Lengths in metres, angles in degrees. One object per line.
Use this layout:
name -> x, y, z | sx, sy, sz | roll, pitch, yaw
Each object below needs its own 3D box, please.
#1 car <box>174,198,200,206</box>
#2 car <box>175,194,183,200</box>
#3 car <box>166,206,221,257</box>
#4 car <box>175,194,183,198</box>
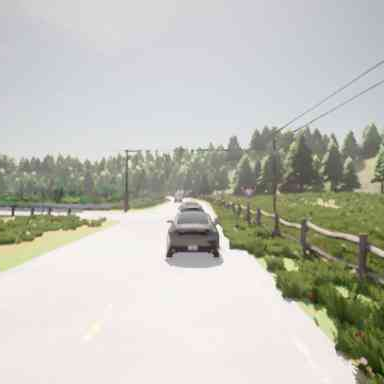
car -> -0.213, 1.511, 27.135 | 1.837, 1.490, 4.892 | 0, 0, -7
car -> -3.249, 1.154, 83.192 | 1.812, 1.442, 4.674 | 0, 0, -3
car -> 0.055, 1.507, 12.877 | 1.837, 1.490, 4.892 | 0, 0, 1
car -> -2.713, 1.521, 67.650 | 2.128, 1.511, 4.902 | 0, 0, 0
